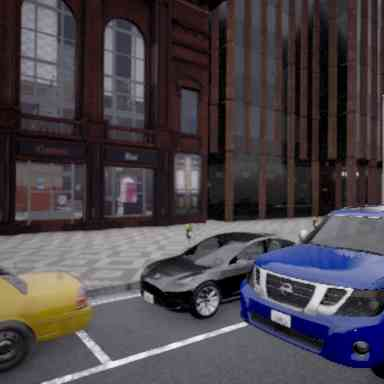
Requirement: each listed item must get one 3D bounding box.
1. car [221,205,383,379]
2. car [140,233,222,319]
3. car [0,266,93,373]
[{"bbox_3d":[3.392,1.276,5.807,5.566,2.045,2.150,1,0,-35],"label":"car"},{"bbox_3d":[0.973,1.611,7.461,4.313,1.339,1.947,1,0,-36],"label":"car"},{"bbox_3d":[-3.754,1.518,4.084,4.829,1.417,1.752,1,0,-36],"label":"car"}]
